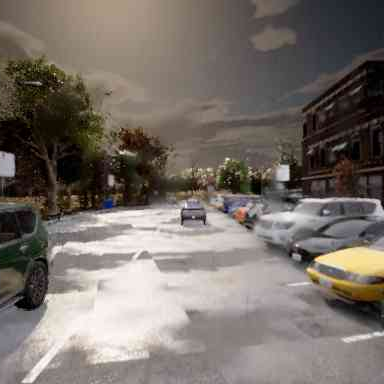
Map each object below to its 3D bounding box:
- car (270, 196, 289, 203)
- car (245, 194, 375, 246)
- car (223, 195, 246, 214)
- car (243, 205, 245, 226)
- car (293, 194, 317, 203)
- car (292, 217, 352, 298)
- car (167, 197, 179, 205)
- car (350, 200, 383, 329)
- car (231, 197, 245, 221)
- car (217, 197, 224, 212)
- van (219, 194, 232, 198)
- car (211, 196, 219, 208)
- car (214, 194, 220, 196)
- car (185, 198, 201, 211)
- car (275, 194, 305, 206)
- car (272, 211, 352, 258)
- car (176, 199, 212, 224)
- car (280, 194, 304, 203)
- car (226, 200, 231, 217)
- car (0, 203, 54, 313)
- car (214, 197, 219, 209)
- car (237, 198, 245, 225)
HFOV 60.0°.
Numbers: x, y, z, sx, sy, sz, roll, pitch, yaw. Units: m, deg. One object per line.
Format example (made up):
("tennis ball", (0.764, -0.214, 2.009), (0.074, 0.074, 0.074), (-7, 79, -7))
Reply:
("car", (20.923, 1.757, 79.672), (2.163, 1.488, 4.792), (0, -1, -21))
("car", (5.326, 1.252, 13.538), (5.566, 2.045, 2.435), (1, 0, -20))
("car", (5.409, 1.419, 28.570), (4.553, 1.767, 2.185), (1, 0, -20))
("car", (5.330, 1.540, 16.537), (4.792, 1.488, 2.163), (1, 0, -20))
("car", (27.007, 1.479, 79.796), (2.435, 2.045, 5.566), (1, -1, -22))
("car", (5.161, 1.488, 7.478), (5.366, 1.575, 1.946), (1, 0, -20))
("car", (-3.715, 1.724, 64.404), (1.837, 1.490, 4.892), (0, -1, -4))
("car", (5.318, 1.239, 4.521), (5.566, 2.045, 2.435), (1, 0, -20))
("car", (5.336, 1.400, 22.553), (4.553, 1.767, 2.185), (1, 0, -20))
("car", (5.369, 1.553, 31.572), (5.008, 1.535, 2.097), (1, 0, -20))
("van", (5.488, 1.339, 34.618), (4.442, 1.987, 1.878), (1, 0, -20))
("car", (5.196, 1.577, 40.516), (5.366, 1.575, 1.946), (1, 0, -20))
("car", (5.381, 1.352, 46.610), (5.566, 2.045, 2.435), (1, 0, -20))
("car", (0.088, 1.582, 42.746), (1.882, 1.535, 5.008), (0, 0, 0))
("car", (18.336, 1.414, 62.611), (2.435, 2.045, 5.566), (0, 1, -21))
("car", (5.313, 1.528, 10.536), (4.792, 1.488, 2.163), (1, 0, -20))
("car", (0.104, 1.539, 25.290), (2.128, 1.511, 4.902), (0, 0, 0))
("car", (23.946, 1.478, 79.757), (2.435, 2.045, 5.566), (0, -1, -21))
("car", (5.372, 1.575, 25.561), (4.674, 1.452, 2.002), (1, 0, -20))
("car", (-4.021, 1.226, 4.905), (2.150, 2.045, 5.566), (0, 0, 0))
("car", (5.380, 1.613, 37.575), (4.674, 1.452, 2.002), (1, 0, -20))
("car", (5.330, 1.392, 19.551), (4.553, 1.767, 2.185), (1, 0, -20))
